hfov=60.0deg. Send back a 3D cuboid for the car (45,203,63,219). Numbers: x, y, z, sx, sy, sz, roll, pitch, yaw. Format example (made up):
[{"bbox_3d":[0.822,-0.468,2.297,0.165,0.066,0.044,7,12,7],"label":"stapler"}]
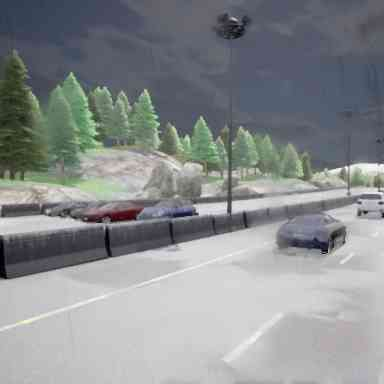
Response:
[{"bbox_3d":[-10.263,1.461,28.847,2.128,1.511,4.902,0,0,35],"label":"car"}]

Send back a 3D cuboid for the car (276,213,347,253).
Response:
[{"bbox_3d":[5.035,1.544,13.764,1.994,1.385,4.181,0,0,35],"label":"car"}]

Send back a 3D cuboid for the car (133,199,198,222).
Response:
[{"bbox_3d":[-1.547,1.317,22.986,2.097,1.767,4.553,0,0,35],"label":"car"}]

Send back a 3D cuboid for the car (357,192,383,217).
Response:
[{"bbox_3d":[16.138,1.050,29.463,2.150,2.045,5.566,0,0,35],"label":"car"}]

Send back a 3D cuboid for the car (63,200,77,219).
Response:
[{"bbox_3d":[-7.472,1.474,26.732,1.837,1.490,4.892,0,0,35],"label":"car"}]

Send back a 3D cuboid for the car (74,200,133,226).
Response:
[{"bbox_3d":[-5.433,1.454,23.555,1.882,1.535,5.008,0,0,35],"label":"car"}]
